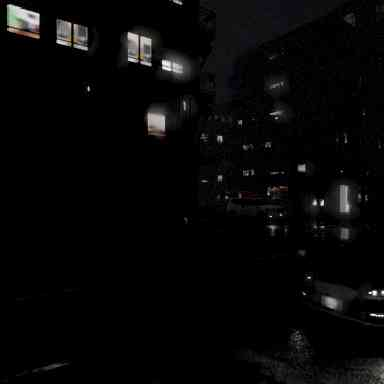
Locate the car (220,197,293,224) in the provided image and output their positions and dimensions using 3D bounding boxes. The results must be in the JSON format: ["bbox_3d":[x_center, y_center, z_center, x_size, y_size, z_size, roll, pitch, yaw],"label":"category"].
[{"bbox_3d":[5.298,1.472,28.146,2.150,2.045,5.566,0,-1,-36],"label":"car"}]

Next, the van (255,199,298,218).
[{"bbox_3d":[8.469,1.603,33.584,1.690,1.788,3.998,-1,0,-36],"label":"van"}]

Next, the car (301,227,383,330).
[{"bbox_3d":[4.200,1.491,6.696,4.902,1.511,2.128,0,0,-36],"label":"car"}]

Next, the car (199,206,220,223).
[{"bbox_3d":[1.738,1.875,28.655,1.802,1.307,4.206,-1,0,-36],"label":"car"}]

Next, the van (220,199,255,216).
[{"bbox_3d":[5.146,1.677,38.094,1.690,1.788,3.998,-1,0,-36],"label":"van"}]
